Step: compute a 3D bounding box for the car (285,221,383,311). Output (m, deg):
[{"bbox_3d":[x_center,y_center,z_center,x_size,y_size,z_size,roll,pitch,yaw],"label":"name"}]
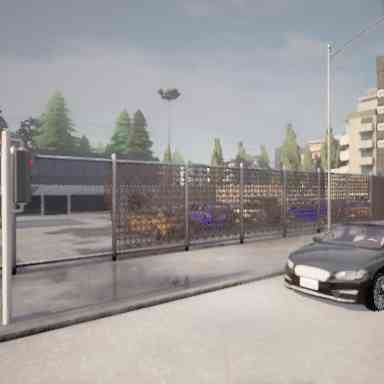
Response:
[{"bbox_3d":[4.185,1.471,7.804,4.902,1.511,2.128,0,0,-37],"label":"car"}]
